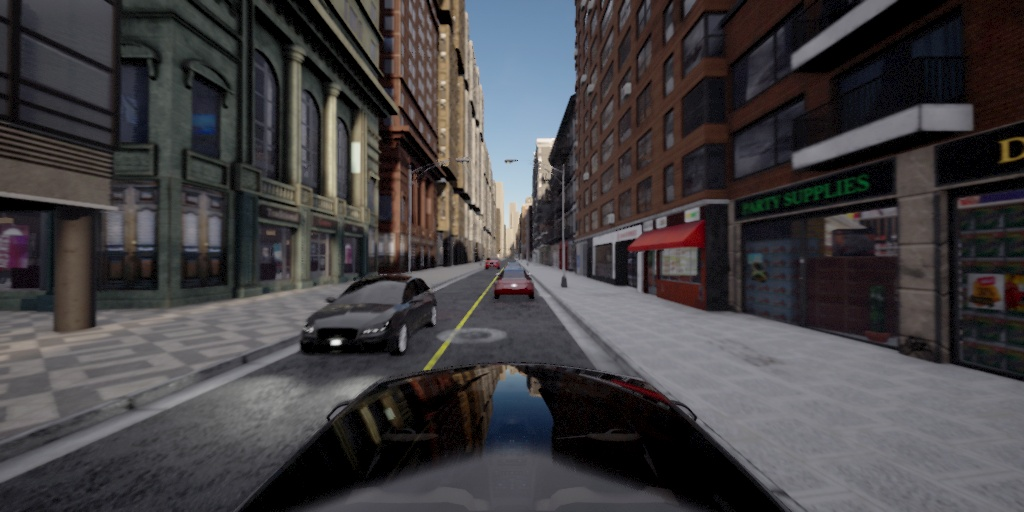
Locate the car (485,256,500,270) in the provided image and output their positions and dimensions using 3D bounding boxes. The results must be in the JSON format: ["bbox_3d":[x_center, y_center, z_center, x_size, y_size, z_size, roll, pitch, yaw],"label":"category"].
[{"bbox_3d":[-3.006,1.084,55.723,2.150,2.045,5.566,0,0,0],"label":"car"}]

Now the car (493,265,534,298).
[{"bbox_3d":[0.101,1.341,18.678,1.994,1.385,4.181,0,0,0],"label":"car"}]

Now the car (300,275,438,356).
[{"bbox_3d":[-3.097,1.264,8.753,1.837,1.490,4.892,0,0,0],"label":"car"}]

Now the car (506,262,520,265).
[{"bbox_3d":[0.102,1.360,36.482,2.033,1.411,5.357,0,0,0],"label":"car"}]
